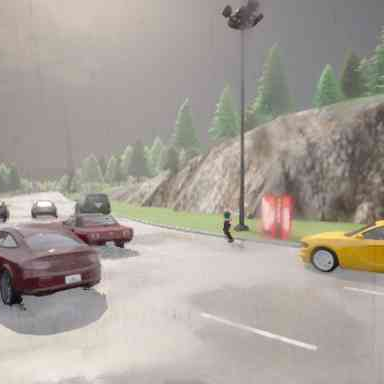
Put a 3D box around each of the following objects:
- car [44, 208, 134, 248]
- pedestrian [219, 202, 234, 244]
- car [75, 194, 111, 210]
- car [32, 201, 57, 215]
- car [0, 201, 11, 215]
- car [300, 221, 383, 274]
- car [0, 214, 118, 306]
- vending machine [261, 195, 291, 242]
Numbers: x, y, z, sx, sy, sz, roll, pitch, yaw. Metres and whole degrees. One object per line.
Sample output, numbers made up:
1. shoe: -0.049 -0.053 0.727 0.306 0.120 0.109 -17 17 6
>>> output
1. car: -4.331 1.561 13.749 1.895 1.301 4.718 0 0 -39
2. pedestrian: 1.493 1.271 14.181 0.375 1.860 0.375 0 0 -43
3. car: -8.127 1.144 27.097 2.150 2.045 5.566 0 0 -26
4. car: -13.116 1.467 29.509 1.994 1.385 4.181 0 0 -26
5. car: -14.928 1.398 25.245 2.128 1.511 4.902 0 0 -26
6. car: 5.465 1.477 8.906 5.008 1.535 1.882 0 0 38
7. car: -3.896 1.499 8.041 1.812 1.442 4.674 0 0 -45
8. vending machine: 3.884 1.177 15.395 1.100 2.100 0.880 0 0 -44
